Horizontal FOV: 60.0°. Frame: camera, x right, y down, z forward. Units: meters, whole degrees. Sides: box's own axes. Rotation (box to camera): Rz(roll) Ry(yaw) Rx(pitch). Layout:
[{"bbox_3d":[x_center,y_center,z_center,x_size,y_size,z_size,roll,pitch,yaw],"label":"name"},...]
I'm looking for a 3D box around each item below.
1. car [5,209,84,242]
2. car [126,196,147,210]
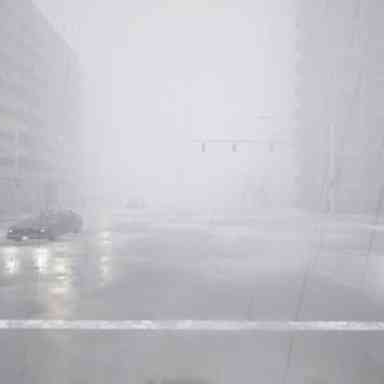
[{"bbox_3d":[-7.017,1.552,16.638,2.033,1.411,5.357,0,0,0],"label":"car"},{"bbox_3d":[-7.043,1.355,42.378,2.097,1.767,4.553,0,0,0],"label":"car"}]
